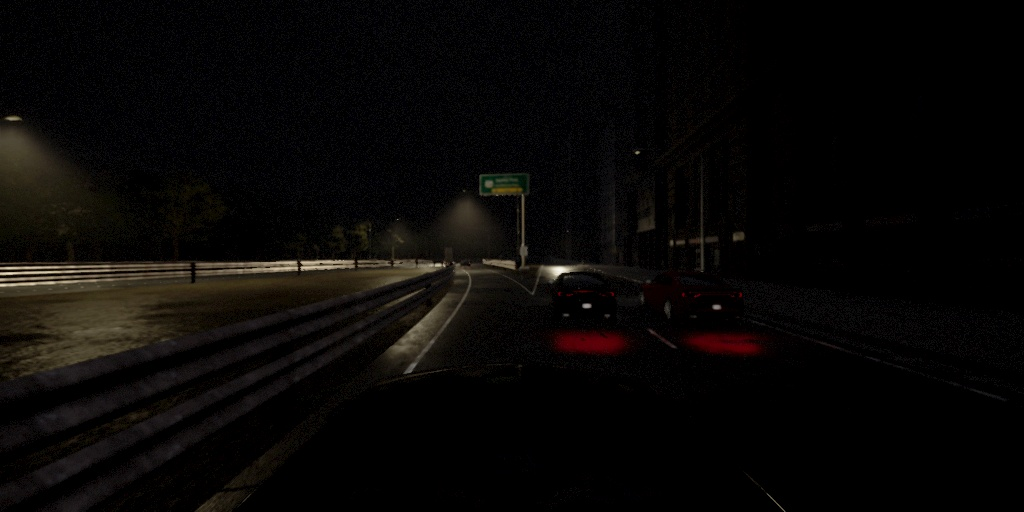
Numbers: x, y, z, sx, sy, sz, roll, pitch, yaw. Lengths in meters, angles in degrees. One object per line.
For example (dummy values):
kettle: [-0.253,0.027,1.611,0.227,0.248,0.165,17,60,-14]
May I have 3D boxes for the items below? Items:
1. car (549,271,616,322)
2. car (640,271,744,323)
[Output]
car: [2.347,1.264,12.620,1.882,1.535,5.008,0,0,5]
car: [5.831,1.247,12.276,1.882,1.535,5.008,0,0,5]
